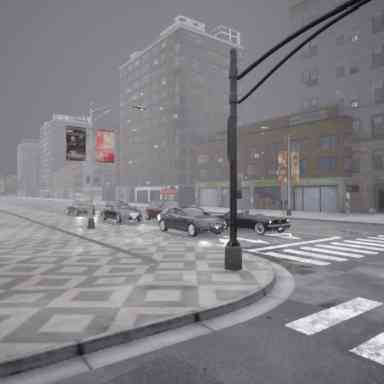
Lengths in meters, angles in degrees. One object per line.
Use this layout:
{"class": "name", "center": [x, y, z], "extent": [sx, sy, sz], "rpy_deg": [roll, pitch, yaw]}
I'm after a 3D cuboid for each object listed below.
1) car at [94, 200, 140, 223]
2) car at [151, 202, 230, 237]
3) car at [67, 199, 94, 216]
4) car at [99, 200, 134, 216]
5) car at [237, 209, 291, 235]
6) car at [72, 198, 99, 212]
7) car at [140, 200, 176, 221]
{"class": "car", "center": [-5.662, 1.582, 26.300], "extent": [2.128, 1.511, 4.902], "rpy_deg": [0, 0, -36]}
{"class": "car", "center": [-0.163, 1.559, 18.741], "extent": [1.837, 1.490, 4.892], "rpy_deg": [0, 0, -36]}
{"class": "car", "center": [-11.512, 1.627, 34.357], "extent": [1.837, 1.490, 4.892], "rpy_deg": [0, 0, -36]}
{"class": "car", "center": [-8.027, 1.623, 35.090], "extent": [1.837, 1.490, 4.892], "rpy_deg": [0, 0, -36]}
{"class": "car", "center": [3.381, 1.648, 19.403], "extent": [1.895, 1.301, 4.718], "rpy_deg": [0, 0, -36]}
{"class": "car", "center": [-13.876, 1.622, 43.184], "extent": [1.882, 1.535, 5.008], "rpy_deg": [0, 0, -35]}
{"class": "car", "center": [-1.947, 1.435, 26.726], "extent": [2.097, 1.767, 4.553], "rpy_deg": [0, 0, -36]}
